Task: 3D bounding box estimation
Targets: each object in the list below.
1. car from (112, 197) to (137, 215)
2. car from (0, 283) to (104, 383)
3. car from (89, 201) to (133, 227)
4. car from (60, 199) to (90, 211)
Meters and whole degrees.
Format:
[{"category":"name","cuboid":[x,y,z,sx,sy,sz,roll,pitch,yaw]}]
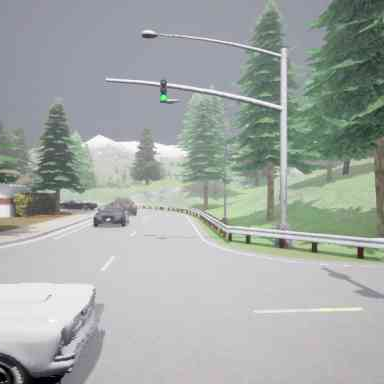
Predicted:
[{"category":"car","cuboid":[-6.754,1.304,32.313,2.097,1.767,4.553,0,0,-22]},{"category":"car","cuboid":[-3.584,1.615,4.103,4.718,1.301,1.895,0,0,-4]},{"category":"car","cuboid":[-5.376,1.529,22.585,1.994,1.385,4.181,0,0,-5]},{"category":"car","cuboid":[-13.749,1.546,39.673,4.718,1.301,1.895,0,0,11]}]
